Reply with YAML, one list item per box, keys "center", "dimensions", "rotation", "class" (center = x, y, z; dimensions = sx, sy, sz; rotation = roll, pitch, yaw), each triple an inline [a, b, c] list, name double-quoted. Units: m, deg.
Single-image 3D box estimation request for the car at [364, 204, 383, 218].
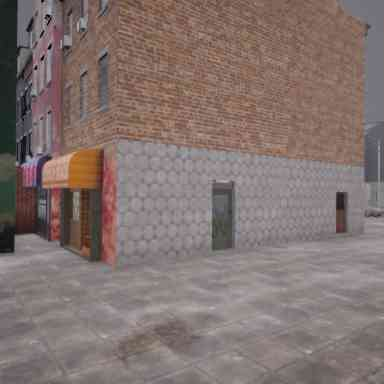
- center: [14.199, 1.531, 29.335]
  dimensions: [2.033, 1.411, 5.357]
  rotation: [1, 0, -36]
  class: "car"
